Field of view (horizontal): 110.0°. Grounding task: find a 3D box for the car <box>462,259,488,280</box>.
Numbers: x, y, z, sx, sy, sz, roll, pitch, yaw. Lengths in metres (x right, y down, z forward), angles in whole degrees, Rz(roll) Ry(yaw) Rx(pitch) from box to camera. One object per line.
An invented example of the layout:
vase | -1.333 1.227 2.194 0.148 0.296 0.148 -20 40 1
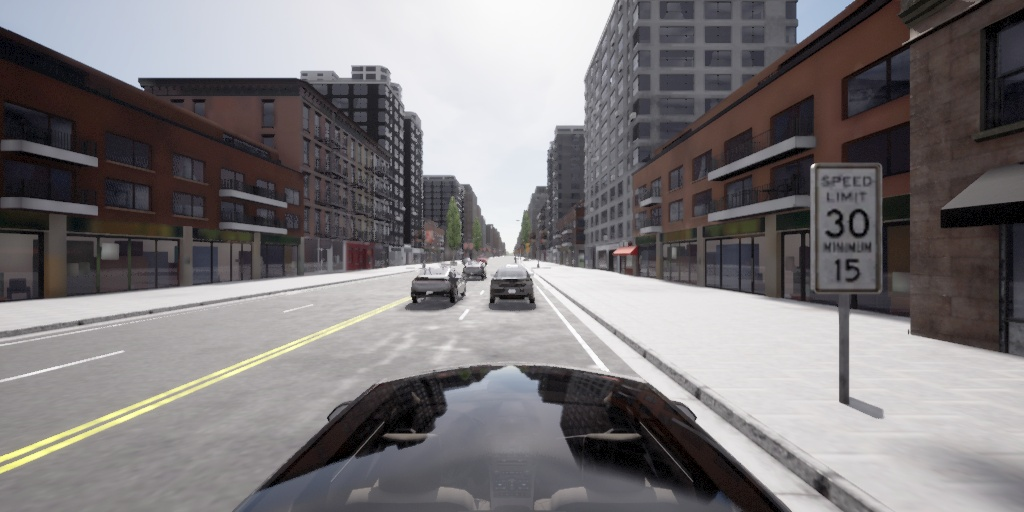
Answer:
car | -3.250 1.241 31.500 2.128 1.511 4.902 0 0 0

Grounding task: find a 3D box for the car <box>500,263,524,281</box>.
car | 0.000 1.318 31.500 1.994 1.385 4.181 0 0 0

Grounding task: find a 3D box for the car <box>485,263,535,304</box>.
car | 0.000 1.233 16.500 1.882 1.535 5.008 0 0 0

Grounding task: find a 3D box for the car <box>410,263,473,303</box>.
car | -3.250 1.243 16.500 2.128 1.511 4.902 0 0 0
